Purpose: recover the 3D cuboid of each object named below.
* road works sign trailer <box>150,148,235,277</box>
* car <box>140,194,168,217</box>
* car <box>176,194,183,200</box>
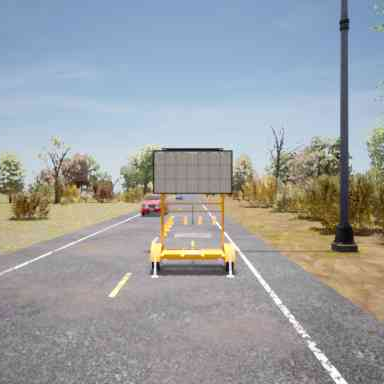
[{"bbox_3d":[0.023,0.464,10.174,2.380,3.560,2.880,0,0,0],"label":"road works sign trailer"},{"bbox_3d":[-3.528,1.207,31.980,2.150,2.045,5.566,0,0,0],"label":"car"},{"bbox_3d":[-3.308,1.367,87.300,1.882,1.535,5.008,0,0,0],"label":"car"}]
